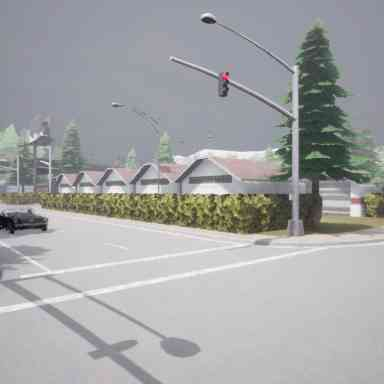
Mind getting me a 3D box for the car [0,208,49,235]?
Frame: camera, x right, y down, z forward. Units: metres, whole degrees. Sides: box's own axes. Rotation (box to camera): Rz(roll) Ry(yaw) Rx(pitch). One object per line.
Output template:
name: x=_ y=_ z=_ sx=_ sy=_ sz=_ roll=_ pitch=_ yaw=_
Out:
car: x=-9.831 y=1.582 z=19.168 sx=1.895 sy=1.301 sz=4.718 roll=0 pitch=0 yaw=-40
